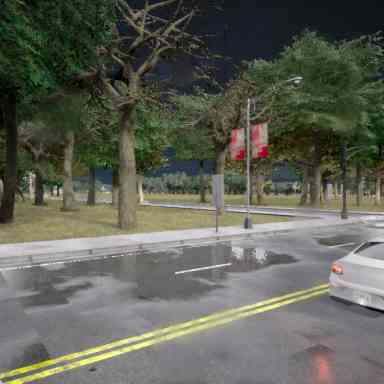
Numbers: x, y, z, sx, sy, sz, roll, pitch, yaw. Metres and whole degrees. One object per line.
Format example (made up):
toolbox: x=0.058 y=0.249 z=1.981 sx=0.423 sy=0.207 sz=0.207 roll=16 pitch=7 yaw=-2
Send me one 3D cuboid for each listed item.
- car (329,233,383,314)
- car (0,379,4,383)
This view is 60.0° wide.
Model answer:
car: x=4.643 y=1.526 z=6.732 sx=4.674 sy=1.442 sz=1.812 roll=0 pitch=0 yaw=-35
car: x=-3.247 y=1.526 z=1.134 sx=4.674 sy=1.442 sz=1.812 roll=0 pitch=0 yaw=-35
